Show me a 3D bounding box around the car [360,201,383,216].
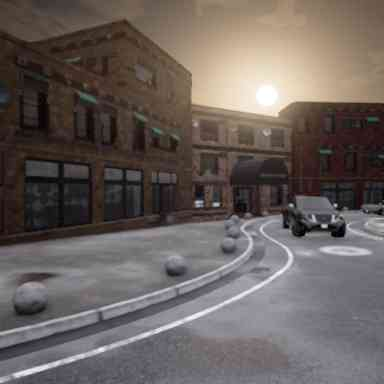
[{"bbox_3d":[17.448,1.374,29.345,4.718,1.301,1.895,0,0,-8],"label":"car"}]

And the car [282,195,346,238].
[{"bbox_3d":[6.284,1.177,17.867,2.150,2.045,5.566,0,0,6],"label":"car"}]
